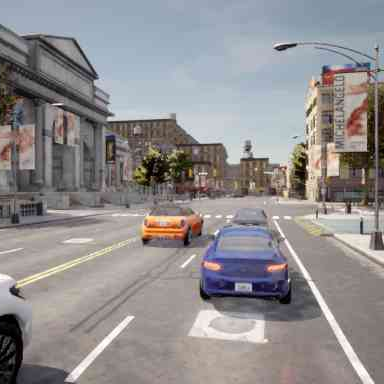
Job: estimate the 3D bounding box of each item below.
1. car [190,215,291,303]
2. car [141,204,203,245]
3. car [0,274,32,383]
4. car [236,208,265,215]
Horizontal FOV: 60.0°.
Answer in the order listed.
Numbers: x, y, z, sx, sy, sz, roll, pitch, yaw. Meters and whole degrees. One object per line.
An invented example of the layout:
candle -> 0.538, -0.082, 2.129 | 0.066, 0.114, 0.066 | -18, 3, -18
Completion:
car -> 1.314, 1.526, 8.176 | 1.812, 1.442, 4.674 | 0, 0, 10
car -> -0.780, 1.351, 15.891 | 2.097, 1.767, 4.553 | 0, 0, 11
car -> -3.138, 1.220, 1.693 | 2.150, 2.045, 5.566 | 0, 0, 4
car -> 3.091, 1.547, 17.537 | 2.033, 1.411, 5.357 | 0, 0, 11
